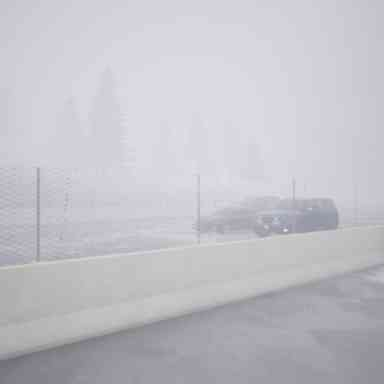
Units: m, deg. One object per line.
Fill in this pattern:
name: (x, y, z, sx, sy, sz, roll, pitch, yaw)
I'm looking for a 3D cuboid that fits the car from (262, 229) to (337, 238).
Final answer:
car: (5.561, 1.311, 17.312, 5.566, 2.045, 2.150, 1, 0, -40)
